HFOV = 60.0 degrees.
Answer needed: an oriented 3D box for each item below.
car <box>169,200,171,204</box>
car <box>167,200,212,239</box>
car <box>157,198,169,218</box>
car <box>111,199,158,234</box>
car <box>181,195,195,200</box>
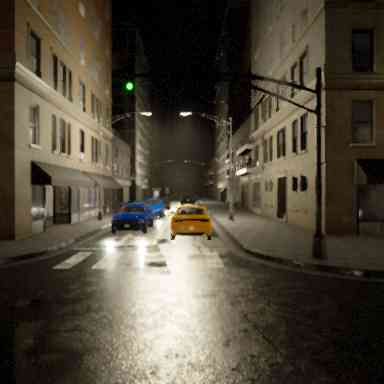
[{"bbox_3d":[-3.477,1.396,39.876,2.033,1.411,5.357,0,0,-1],"label":"car"},{"bbox_3d":[-0.059,1.419,16.958,1.882,1.535,5.008,0,0,-1],"label":"car"},{"bbox_3d":[-3.405,1.368,29.287,1.882,1.535,5.008,0,0,0],"label":"car"},{"bbox_3d":[-3.279,1.410,19.104,1.882,1.535,5.008,0,0,-1],"label":"car"},{"bbox_3d":[-0.613,1.164,49.627,2.097,1.767,4.553,0,0,-1],"label":"car"}]
